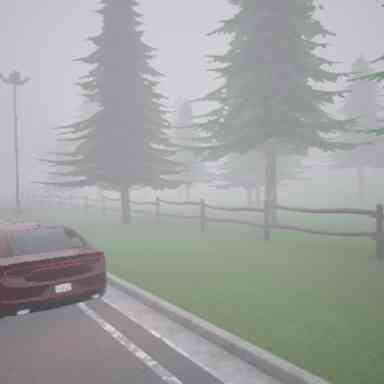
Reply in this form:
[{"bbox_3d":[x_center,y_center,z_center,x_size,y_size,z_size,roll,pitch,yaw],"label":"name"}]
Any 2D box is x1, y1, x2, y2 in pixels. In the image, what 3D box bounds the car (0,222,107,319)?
[{"bbox_3d":[-3.584,1.402,7.401,1.882,1.535,5.008,-2,1,-37],"label":"car"}]
